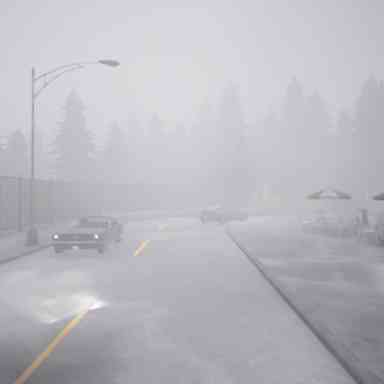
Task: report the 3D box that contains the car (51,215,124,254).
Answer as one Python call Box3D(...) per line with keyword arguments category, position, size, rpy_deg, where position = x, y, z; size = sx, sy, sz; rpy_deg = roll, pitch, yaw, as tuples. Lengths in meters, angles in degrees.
Box3D(category="car", position=(-4.200, 1.696, 14.069), size=(1.895, 1.301, 4.718), rpy_deg=(0, 0, -1))

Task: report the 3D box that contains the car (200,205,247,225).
Box3D(category="car", position=(2.463, 1.700, 25.796), size=(1.812, 1.442, 4.674), rpy_deg=(-2, -1, 39))
